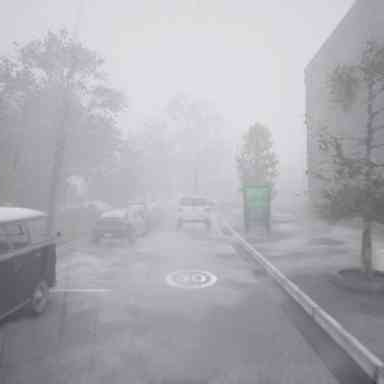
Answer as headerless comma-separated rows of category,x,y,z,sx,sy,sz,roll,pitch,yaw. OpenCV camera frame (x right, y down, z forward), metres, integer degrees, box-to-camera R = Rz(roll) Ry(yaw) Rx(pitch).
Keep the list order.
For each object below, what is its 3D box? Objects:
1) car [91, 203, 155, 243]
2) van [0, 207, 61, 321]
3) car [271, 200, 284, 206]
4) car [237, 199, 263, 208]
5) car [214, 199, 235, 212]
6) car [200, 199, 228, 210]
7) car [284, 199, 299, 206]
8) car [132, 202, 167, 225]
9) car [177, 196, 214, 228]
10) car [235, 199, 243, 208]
car,-3.440,1.550,16.357,2.231,1.521,4.892,0,0,2
van,-3.639,1.279,5.105,1.878,1.987,4.442,1,0,2
car,14.355,2.130,62.342,5.008,1.535,2.097,1,-4,-40
car,10.252,2.007,58.539,2.231,1.521,4.892,-4,-4,42
car,3.451,1.588,40.768,1.837,1.490,4.892,-2,-1,20
car,3.305,1.792,49.331,2.231,1.521,4.892,-2,-2,29
car,18.999,2.205,65.714,4.892,1.521,2.231,1,-4,-32
car,-3.222,1.570,27.769,2.097,1.535,5.008,0,0,2
car,0.202,1.279,22.817,2.150,2.045,5.566,0,0,2
car,6.733,1.886,54.084,2.097,1.535,5.008,-3,-4,36
